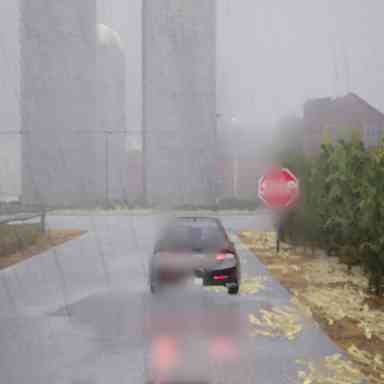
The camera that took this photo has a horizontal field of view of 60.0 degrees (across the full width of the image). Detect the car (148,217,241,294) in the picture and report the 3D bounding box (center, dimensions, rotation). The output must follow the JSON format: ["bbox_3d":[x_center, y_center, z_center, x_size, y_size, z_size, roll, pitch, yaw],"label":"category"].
[{"bbox_3d":[0.069,1.368,8.402,2.128,1.511,4.902,0,1,0],"label":"car"}]
